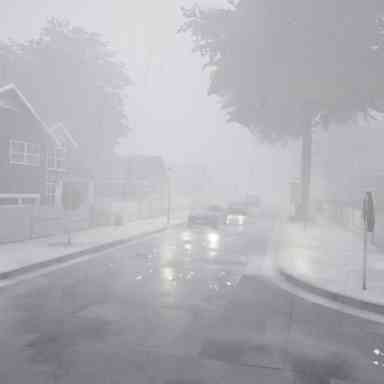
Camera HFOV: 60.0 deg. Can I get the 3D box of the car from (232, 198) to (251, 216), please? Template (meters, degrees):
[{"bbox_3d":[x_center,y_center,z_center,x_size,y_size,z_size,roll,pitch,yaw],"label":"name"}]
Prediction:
[{"bbox_3d":[4.702,1.672,34.740,1.994,1.385,4.181,1,0,16],"label":"car"}]

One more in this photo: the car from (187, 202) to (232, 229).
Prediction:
[{"bbox_3d":[1.134,1.518,22.203,1.882,1.535,5.008,1,0,16],"label":"car"}]

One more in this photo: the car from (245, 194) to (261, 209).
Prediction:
[{"bbox_3d":[9.238,1.412,50.325,2.150,2.045,5.566,1,0,16],"label":"car"}]
